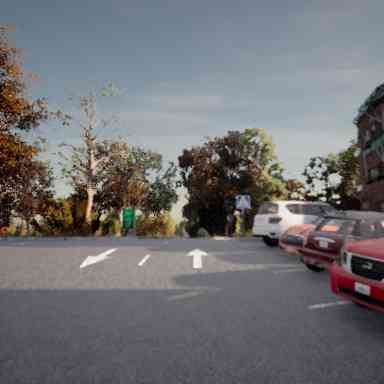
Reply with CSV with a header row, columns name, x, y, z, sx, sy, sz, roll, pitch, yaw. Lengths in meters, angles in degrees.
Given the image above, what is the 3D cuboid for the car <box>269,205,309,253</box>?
name,x,y,z,sx,sy,sz,roll,pitch,yaw
car,5.533,1.482,12.429,4.553,1.767,2.185,2,-3,-20

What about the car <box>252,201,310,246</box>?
name,x,y,z,sx,sy,sz,roll,pitch,yaw
car,5.515,1.502,15.383,5.566,2.045,2.435,2,-6,-19

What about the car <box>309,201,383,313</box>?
name,x,y,z,sx,sy,sz,roll,pitch,yaw
car,5.404,1.262,6.357,5.566,2.045,2.435,1,0,-19

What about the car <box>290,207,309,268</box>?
name,x,y,z,sx,sy,sz,roll,pitch,yaw
car,5.443,1.416,9.406,4.553,1.767,2.185,1,-1,-19
